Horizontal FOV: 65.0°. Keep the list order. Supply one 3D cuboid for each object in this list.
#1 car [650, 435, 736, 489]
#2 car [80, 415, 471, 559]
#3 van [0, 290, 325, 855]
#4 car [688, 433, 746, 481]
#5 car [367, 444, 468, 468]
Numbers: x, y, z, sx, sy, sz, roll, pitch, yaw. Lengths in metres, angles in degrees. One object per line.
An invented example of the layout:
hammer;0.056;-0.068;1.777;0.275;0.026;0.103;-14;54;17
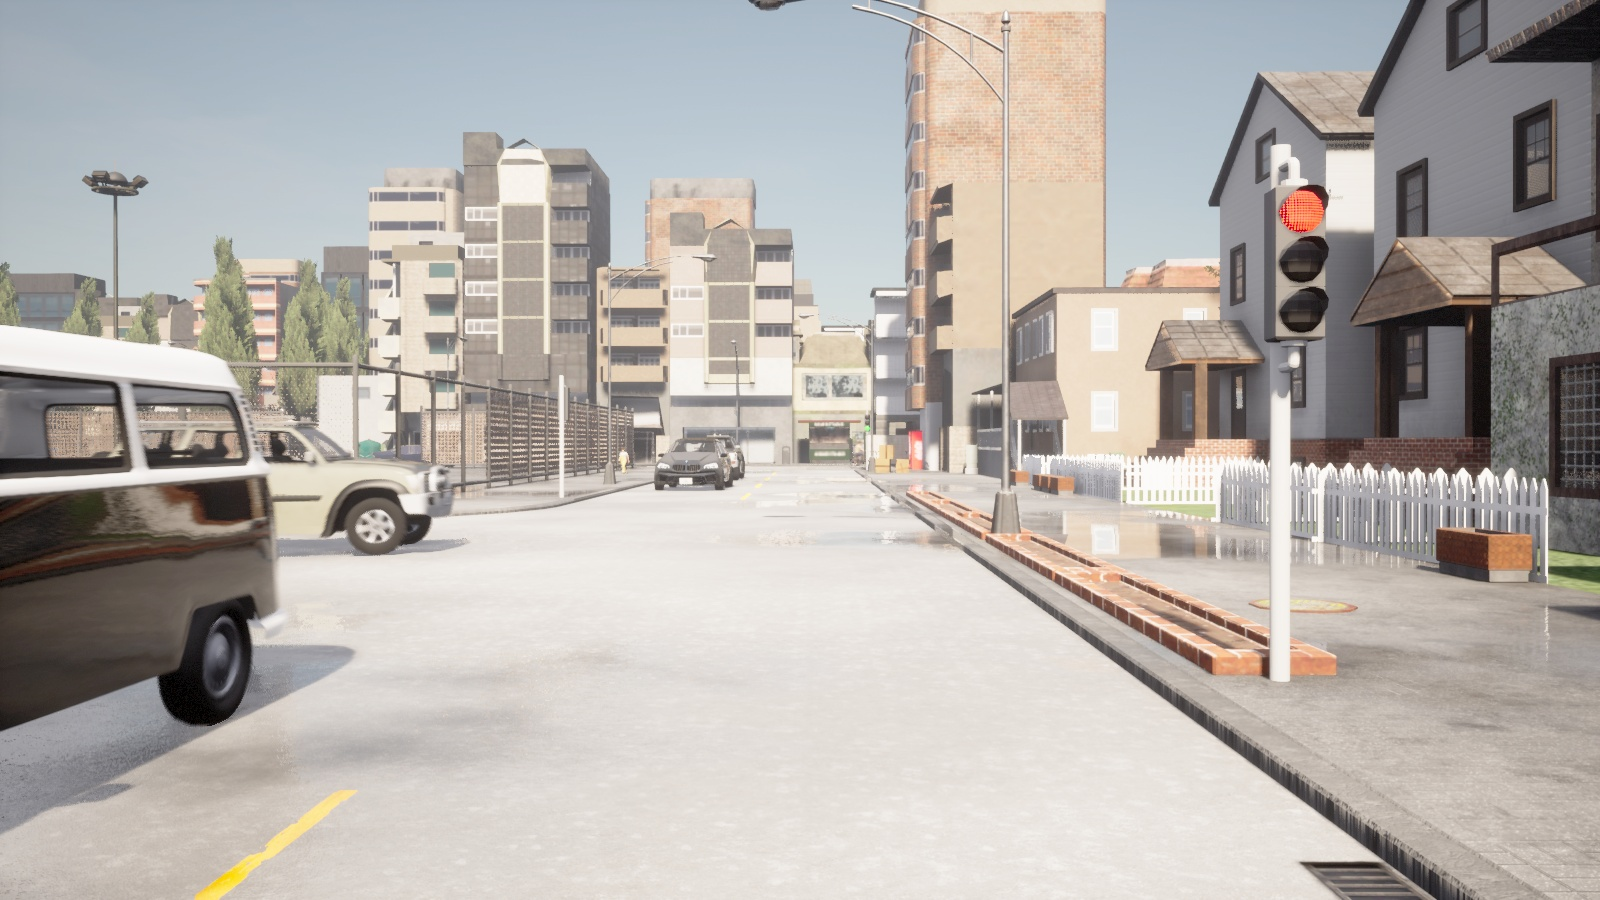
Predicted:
car;-3.419;0.357;41.005;2.242;1.667;4.611;0;0;2
car;-7.052;0.460;17.321;4.605;1.855;1.932;0;1;-5
van;-3.913;0.437;5.322;2.069;2.038;4.480;0;0;1
car;-3.313;0.273;50.980;1.932;1.855;4.605;0;0;2
car;-22.766;0.353;74.878;5.357;1.411;2.033;0;0;1
